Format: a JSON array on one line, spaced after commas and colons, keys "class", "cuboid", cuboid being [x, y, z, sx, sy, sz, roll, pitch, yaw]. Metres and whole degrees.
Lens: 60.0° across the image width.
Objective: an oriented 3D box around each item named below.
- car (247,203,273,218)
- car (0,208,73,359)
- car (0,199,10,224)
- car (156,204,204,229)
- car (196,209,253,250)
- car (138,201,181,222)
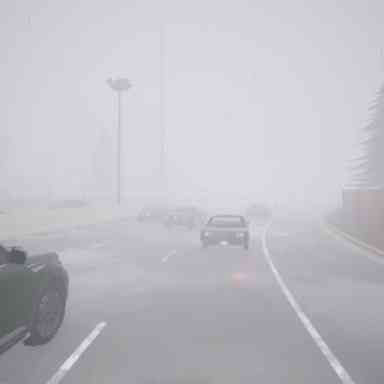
[{"class": "car", "cuboid": [6.421, 1.682, 31.418, 1.994, 1.385, 4.181, 0, 0, 21]}, {"class": "car", "cuboid": [-3.228, 1.217, 3.260, 2.150, 2.045, 5.566, 0, 0, 2]}, {"class": "car", "cuboid": [-14.826, 1.352, 22.243, 2.097, 1.767, 4.553, 0, 0, 13]}, {"class": "car", "cuboid": [-0.344, 1.610, 22.208, 2.033, 1.411, 5.357, 0, 0, 15]}, {"class": "car", "cuboid": [1.604, 1.650, 14.745, 1.895, 1.301, 4.718, 0, 0, 10]}, {"class": "car", "cuboid": [-2.693, 1.629, 26.471, 1.994, 1.385, 4.181, 0, 0, 16]}]
